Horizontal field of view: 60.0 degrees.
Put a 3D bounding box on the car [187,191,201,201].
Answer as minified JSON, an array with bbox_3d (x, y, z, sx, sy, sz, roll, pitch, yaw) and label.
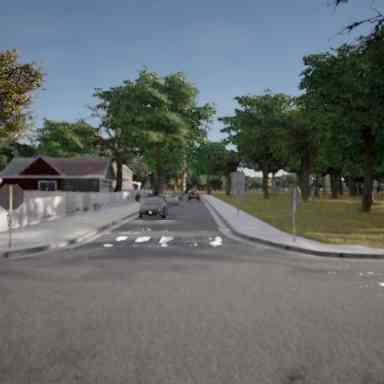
[{"bbox_3d":[0.299,0.643,51.351,1.837,1.490,4.892,0,1,0],"label":"car"}]

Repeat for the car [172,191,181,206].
[{"bbox_3d":[-2.615,0.926,38.857,1.895,1.301,4.718,0,1,0],"label":"car"}]

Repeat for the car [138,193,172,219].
[{"bbox_3d":[-2.708,1.061,24.286,1.837,1.490,4.892,0,1,0],"label":"car"}]

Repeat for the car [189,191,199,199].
[{"bbox_3d":[0.363,0.510,61.773,1.812,1.442,4.674,0,1,0],"label":"car"}]

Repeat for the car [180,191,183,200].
[{"bbox_3d":[-2.442,0.581,54.715,2.128,1.511,4.902,0,1,1],"label":"car"}]
